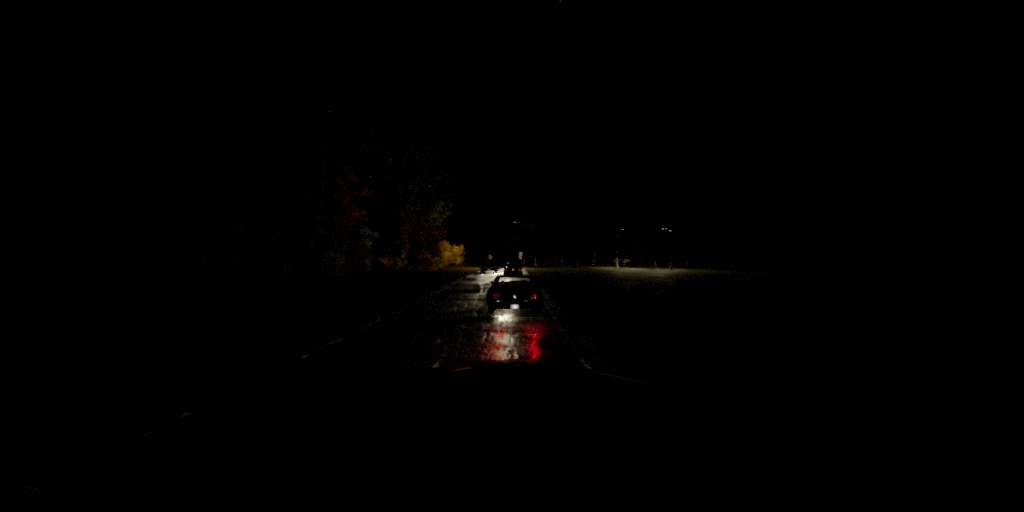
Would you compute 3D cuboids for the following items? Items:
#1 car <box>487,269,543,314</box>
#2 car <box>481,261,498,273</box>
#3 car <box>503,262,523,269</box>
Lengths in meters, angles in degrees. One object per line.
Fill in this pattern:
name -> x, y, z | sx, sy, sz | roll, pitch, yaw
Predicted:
car -> 0.098, 1.360, 13.896 | 1.895, 1.301, 4.718 | 0, 0, 0
car -> -2.753, 1.327, 44.922 | 1.812, 1.442, 4.674 | 0, 0, 0
car -> 0.099, 1.325, 35.334 | 2.033, 1.411, 5.357 | 0, 0, 0
